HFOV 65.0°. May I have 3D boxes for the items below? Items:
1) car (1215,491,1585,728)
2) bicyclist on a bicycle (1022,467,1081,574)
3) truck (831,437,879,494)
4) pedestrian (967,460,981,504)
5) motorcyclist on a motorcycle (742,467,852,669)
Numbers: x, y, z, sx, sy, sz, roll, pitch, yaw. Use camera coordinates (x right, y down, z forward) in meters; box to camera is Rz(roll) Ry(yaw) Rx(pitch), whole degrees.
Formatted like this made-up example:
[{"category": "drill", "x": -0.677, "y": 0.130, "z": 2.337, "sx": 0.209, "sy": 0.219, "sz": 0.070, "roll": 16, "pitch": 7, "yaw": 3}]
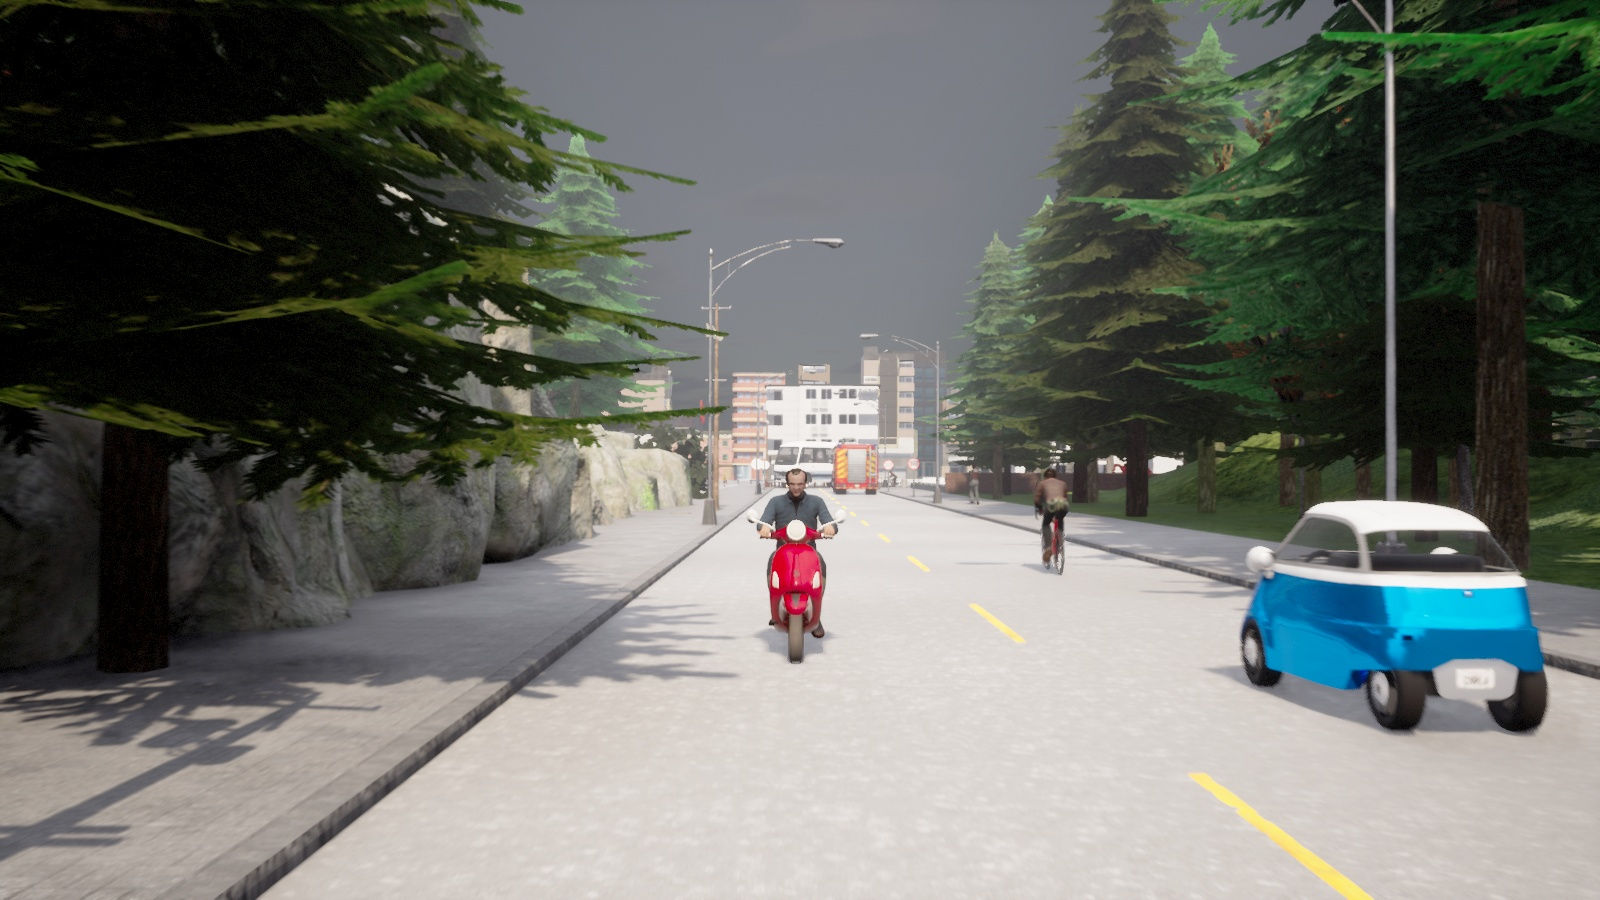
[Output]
[{"category": "car", "x": 3.980, "y": 0.999, "z": 8.672, "sx": 1.481, "sy": 1.376, "sz": 2.207, "roll": 0, "pitch": -1, "yaw": 0}, {"category": "bicyclist on a bicycle", "x": 3.953, "y": 1.084, "z": 19.833, "sx": 0.582, "sy": 1.620, "sz": 1.656, "roll": 0, "pitch": -1, "yaw": 0}, {"category": "truck", "x": 3.758, "y": 1.103, "z": 87.702, "sx": 2.891, "sy": 3.827, "sz": 8.468, "roll": 0, "pitch": -1, "yaw": 0}, {"category": "pedestrian", "x": 7.758, "y": 1.432, "z": 56.057, "sx": 0.402, "sy": 1.930, "sz": 0.666, "roll": 0, "pitch": -1, "yaw": -13}, {"category": "motorcyclist on a motorcycle", "x": -0.026, "y": 0.950, "z": 10.866, "sx": 0.866, "sy": 1.590, "sz": 1.817, "roll": 0, "pitch": -1, "yaw": 0}]
